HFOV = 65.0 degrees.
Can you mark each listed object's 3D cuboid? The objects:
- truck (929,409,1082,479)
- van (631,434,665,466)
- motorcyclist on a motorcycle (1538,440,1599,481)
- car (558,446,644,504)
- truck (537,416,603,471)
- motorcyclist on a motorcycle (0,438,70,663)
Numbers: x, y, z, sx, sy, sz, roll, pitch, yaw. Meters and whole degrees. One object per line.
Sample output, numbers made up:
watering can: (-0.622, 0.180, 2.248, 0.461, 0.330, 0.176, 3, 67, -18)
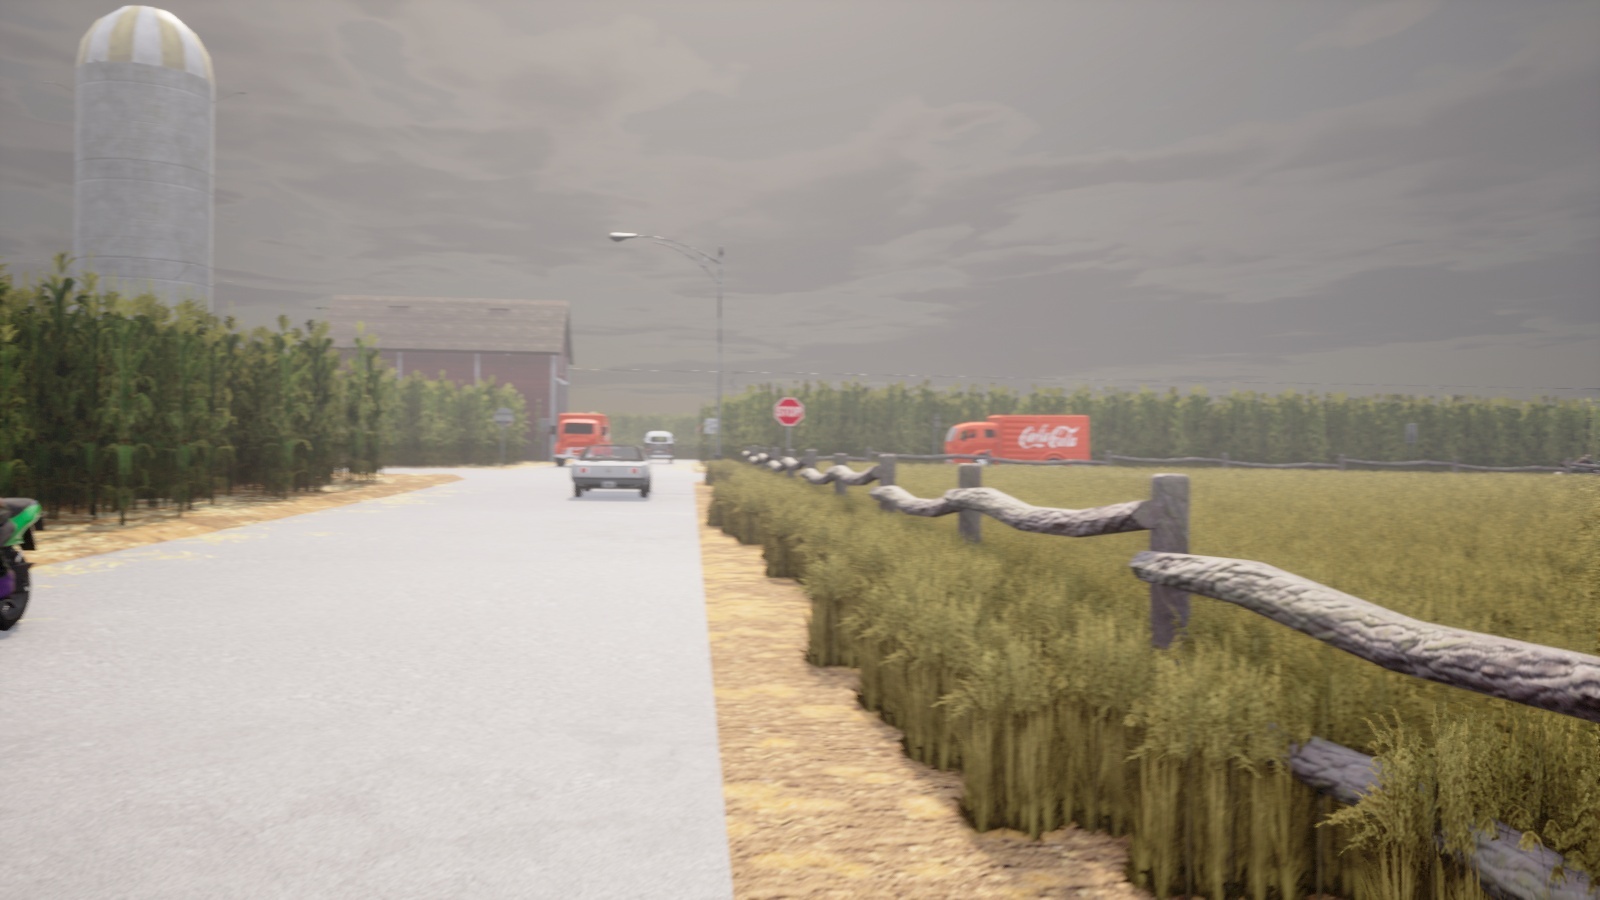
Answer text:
truck: (7.780, -0.246, 47.925, 5.204, 2.467, 2.627, -1, 0, -5)
van: (-9.788, -0.012, 81.033, 2.069, 2.038, 4.480, 0, 0, -6)
motorcyclist on a motorcycle: (28.804, 0.386, 46.776, 2.191, 1.530, 0.866, 0, 0, -5)
car: (-5.007, 0.582, 32.080, 1.895, 1.301, 4.718, 0, 1, -6)
truck: (-10.759, -0.278, 59.037, 2.627, 2.467, 5.204, 0, 0, -6)
motorcyclist on a motorcycle: (-5.812, 0.683, 8.422, 0.797, 1.523, 2.044, 0, 0, -6)
